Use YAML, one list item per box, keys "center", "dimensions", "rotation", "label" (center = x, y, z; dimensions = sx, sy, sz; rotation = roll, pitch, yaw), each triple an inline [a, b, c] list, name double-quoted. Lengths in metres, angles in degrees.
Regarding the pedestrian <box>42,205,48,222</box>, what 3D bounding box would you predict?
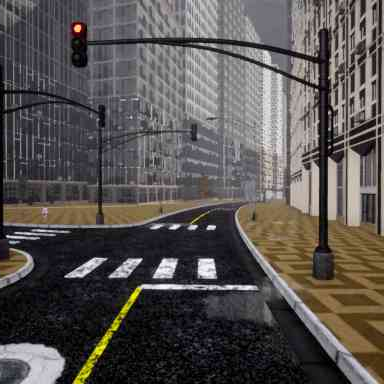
- center: [-9.297, 1.345, 21.052]
  dimensions: [0.500, 1.100, 0.500]
  rotation: [0, 0, 17]
  label: "pedestrian"
